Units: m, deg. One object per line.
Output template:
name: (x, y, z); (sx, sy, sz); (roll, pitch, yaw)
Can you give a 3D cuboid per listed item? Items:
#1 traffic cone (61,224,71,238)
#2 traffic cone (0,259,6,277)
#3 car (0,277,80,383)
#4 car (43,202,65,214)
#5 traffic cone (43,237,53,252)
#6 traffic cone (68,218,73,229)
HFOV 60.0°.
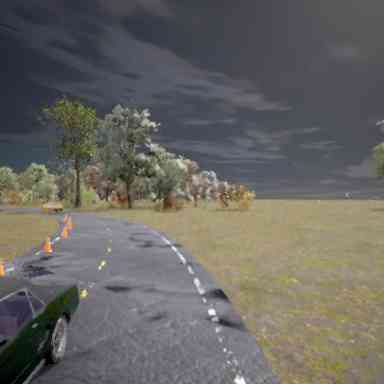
traffic cone: (-7.044, 2.212, 18.443); (0.340, 0.580, 0.340); (0, -1, -15)
traffic cone: (-5.150, 2.095, 8.953); (0.340, 0.580, 0.340); (0, -1, -8)
car: (-2.616, 1.658, 3.135); (1.895, 1.301, 4.718); (0, -1, -3)
car: (-18.795, 2.100, 45.085); (1.882, 1.535, 5.008); (1, -1, -37)
traffic cone: (-5.945, 2.155, 13.728); (0.340, 0.580, 0.340); (0, -1, -11)
traffic cone: (-8.442, 2.270, 23.079); (0.340, 0.580, 0.340); (0, -1, -19)
